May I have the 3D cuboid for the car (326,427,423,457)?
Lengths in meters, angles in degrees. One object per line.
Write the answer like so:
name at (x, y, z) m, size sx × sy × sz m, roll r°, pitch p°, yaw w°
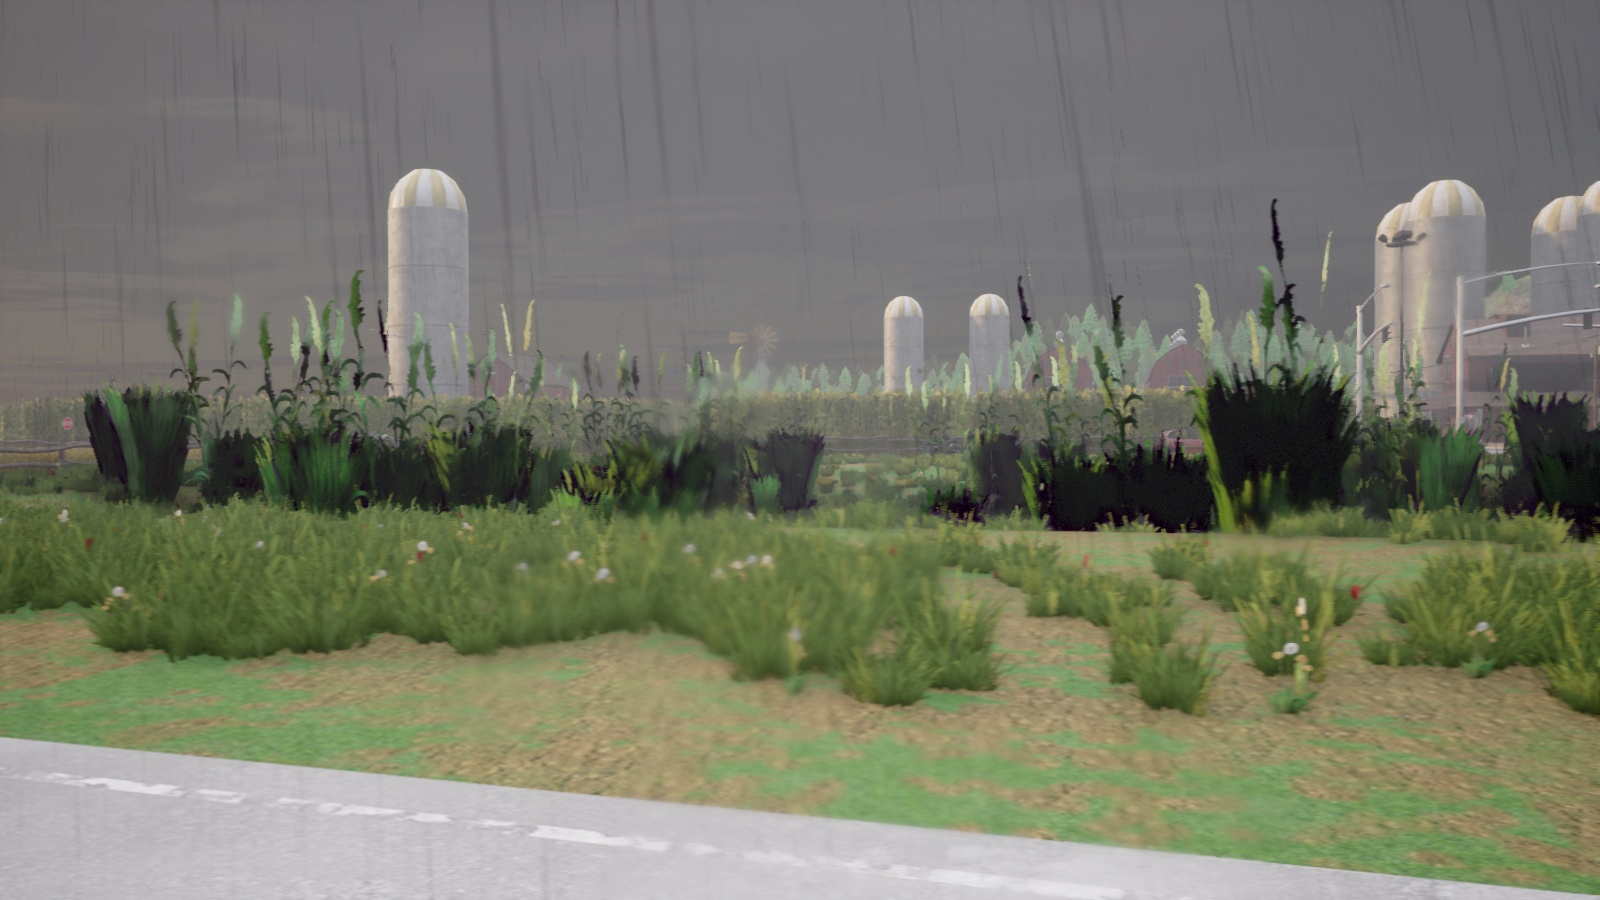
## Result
car at (-24.128, -0.478, 71.270) m, size 4.856 × 1.649 × 2.033 m, roll 0°, pitch 1°, yaw 13°

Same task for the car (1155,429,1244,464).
car at (19.504, -0.190, 61.491) m, size 3.988 × 1.617 × 1.851 m, roll 0°, pitch 1°, yaw 13°

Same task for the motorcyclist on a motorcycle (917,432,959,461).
motorcyclist on a motorcycle at (7.411, -0.192, 67.380) m, size 2.191 × 1.530 × 0.866 m, roll 0°, pitch 1°, yaw 13°
